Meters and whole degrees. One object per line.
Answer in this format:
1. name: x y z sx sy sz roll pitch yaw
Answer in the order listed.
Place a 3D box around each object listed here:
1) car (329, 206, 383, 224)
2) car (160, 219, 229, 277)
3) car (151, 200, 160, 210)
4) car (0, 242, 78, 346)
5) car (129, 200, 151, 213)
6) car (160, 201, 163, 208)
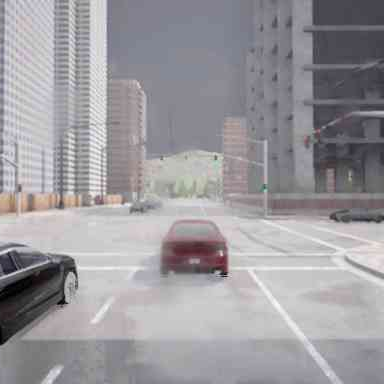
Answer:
1. car: 13.954 1.923 28.236 4.181 1.385 1.994 0 -1 0
2. car: 0.060 1.616 10.801 1.882 1.535 5.008 0 -1 0
3. car: -7.035 2.047 54.775 2.097 1.767 4.553 0 -1 1
4. car: -3.425 1.561 5.409 2.128 1.511 4.902 0 -1 0
5. car: -7.199 2.076 44.941 1.837 1.490 4.892 0 -1 1
6. car: -6.815 2.373 65.041 2.033 1.411 5.357 0 -1 1
